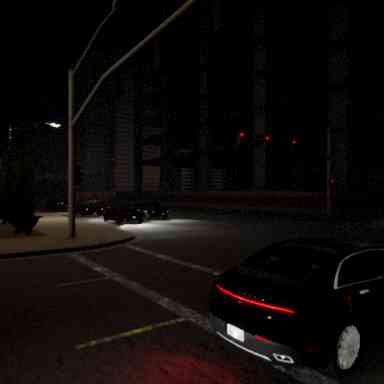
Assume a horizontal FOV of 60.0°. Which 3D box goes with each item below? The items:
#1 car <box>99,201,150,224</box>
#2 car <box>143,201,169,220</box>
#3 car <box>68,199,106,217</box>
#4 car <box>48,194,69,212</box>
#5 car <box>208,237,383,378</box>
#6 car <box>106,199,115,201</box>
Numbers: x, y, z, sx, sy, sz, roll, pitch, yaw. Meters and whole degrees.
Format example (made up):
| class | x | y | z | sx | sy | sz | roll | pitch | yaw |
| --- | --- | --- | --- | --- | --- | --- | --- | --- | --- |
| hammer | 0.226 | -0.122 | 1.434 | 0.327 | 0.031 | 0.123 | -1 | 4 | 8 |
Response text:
| class | x | y | z | sx | sy | sz | roll | pitch | yaw |
| --- | --- | --- | --- | --- | --- | --- | --- | --- | --- |
| car | -5.332 | 1.660 | 25.767 | 1.994 | 1.385 | 4.181 | 0 | 0 | -35 |
| car | -3.825 | 1.612 | 29.717 | 1.837 | 1.490 | 4.892 | 0 | 0 | -35 |
| car | -10.359 | 1.700 | 32.943 | 1.895 | 1.301 | 4.718 | 0 | 0 | -35 |
| car | -16.497 | 1.325 | 41.722 | 2.150 | 2.045 | 5.566 | 0 | 0 | -35 |
| car | 2.516 | 1.535 | 5.607 | 4.892 | 1.490 | 1.837 | 0 | 0 | -36 |
| car | -9.402 | 1.589 | 37.682 | 1.882 | 1.535 | 5.008 | 0 | 0 | -35 |
